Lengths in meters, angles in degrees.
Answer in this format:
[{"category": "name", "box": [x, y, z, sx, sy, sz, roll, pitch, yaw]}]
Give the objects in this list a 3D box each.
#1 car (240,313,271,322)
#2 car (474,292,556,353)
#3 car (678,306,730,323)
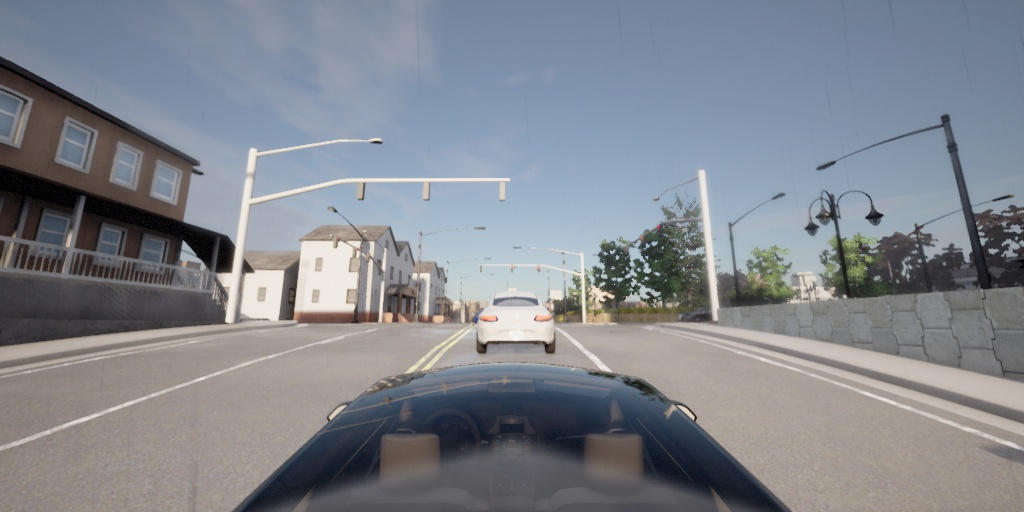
[{"category": "car", "box": [-20.137, 5.079, 25.555, 5.566, 2.045, 2.150, -9, -10, -1]}, {"category": "car", "box": [0.091, 1.699, 9.764, 1.812, 1.442, 4.674, 0, -6, 0]}, {"category": "car", "box": [16.002, 4.784, 28.889, 4.902, 1.511, 2.128, 0, -11, 1]}]
